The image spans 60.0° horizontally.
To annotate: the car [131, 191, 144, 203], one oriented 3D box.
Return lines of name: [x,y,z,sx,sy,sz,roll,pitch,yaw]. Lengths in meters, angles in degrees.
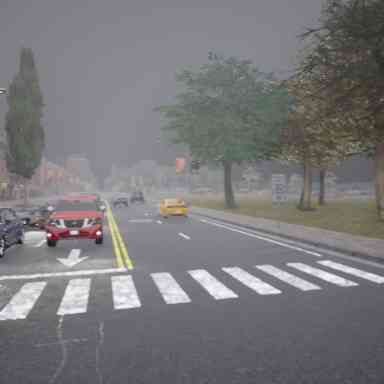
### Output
car: [-9.434,0.802,56.328,2.150,2.045,5.566,-1,1,-15]

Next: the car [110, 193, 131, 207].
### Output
car: [-9.686,1.212,44.858,1.837,1.490,4.892,-1,1,-15]

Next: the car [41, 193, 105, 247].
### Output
car: [-5.310,1.207,15.542,2.150,2.045,5.566,-1,0,-16]

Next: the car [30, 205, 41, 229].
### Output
car: [-10.088,1.542,20.799,1.994,1.385,4.181,-1,1,-15]

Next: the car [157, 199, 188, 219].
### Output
car: [-1.720,1.313,27.922,1.882,1.535,5.008,-1,1,-15]

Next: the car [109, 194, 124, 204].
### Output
car: [-12.409,1.115,54.510,2.128,1.511,4.902,-1,1,-15]

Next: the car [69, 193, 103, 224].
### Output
car: [-8.001,1.133,25.550,2.150,2.045,5.566,-1,1,-14]

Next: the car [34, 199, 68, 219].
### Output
car: [-12.489,1.447,29.743,2.033,1.411,5.357,-1,1,-14]

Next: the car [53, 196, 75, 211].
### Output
car: [-15.173,1.313,39.650,1.837,1.490,4.892,-1,1,-15]

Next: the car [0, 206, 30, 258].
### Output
car: [-7.842,1.381,12.497,2.097,1.767,4.553,-1,0,-15]

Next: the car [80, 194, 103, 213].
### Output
car: [-10.650,1.172,35.467,2.097,1.767,4.553,-1,1,-15]
